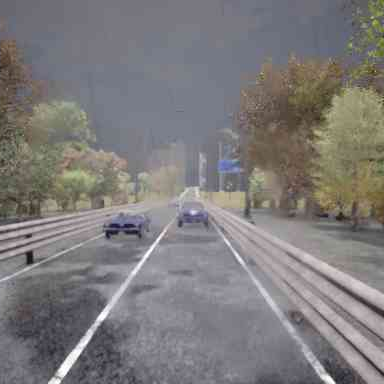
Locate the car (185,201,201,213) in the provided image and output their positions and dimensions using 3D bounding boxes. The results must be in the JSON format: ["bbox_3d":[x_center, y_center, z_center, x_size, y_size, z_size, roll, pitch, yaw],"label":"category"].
[{"bbox_3d":[0.085,1.938,42.871,1.994,1.385,4.181,0,-1,0],"label":"car"}]

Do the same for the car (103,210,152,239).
[{"bbox_3d":[-3.356,1.680,18.086,1.895,1.301,4.718,0,0,0],"label":"car"}]

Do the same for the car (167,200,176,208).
[{"bbox_3d":[-3.320,2.115,58.911,1.812,1.442,4.674,0,-1,0],"label":"car"}]

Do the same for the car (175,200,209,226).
[{"bbox_3d":[0.094,1.491,24.447,2.097,1.767,4.553,0,-1,0],"label":"car"}]
